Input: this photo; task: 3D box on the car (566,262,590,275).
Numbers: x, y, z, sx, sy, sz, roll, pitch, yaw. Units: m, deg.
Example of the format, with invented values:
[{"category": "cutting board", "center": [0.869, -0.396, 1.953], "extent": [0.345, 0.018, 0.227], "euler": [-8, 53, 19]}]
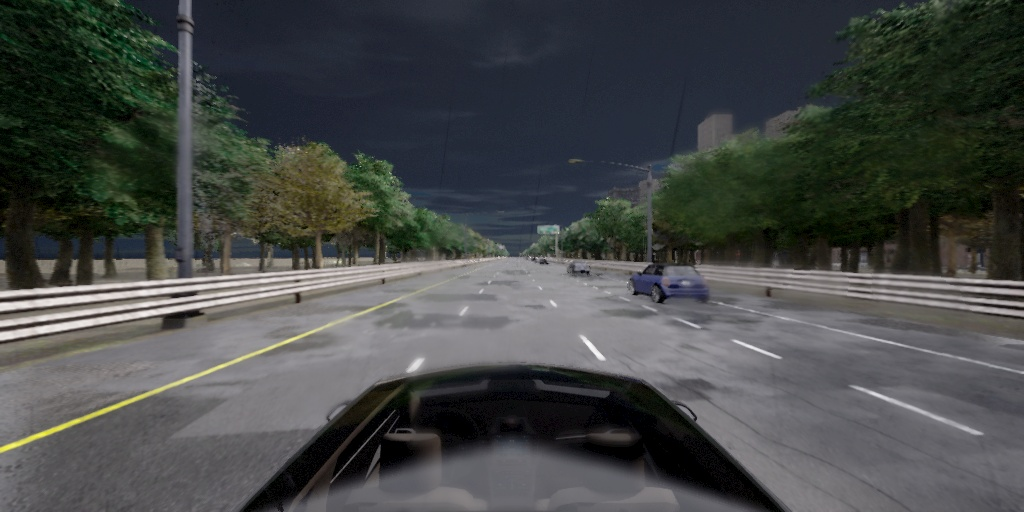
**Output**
[{"category": "car", "center": [7.056, 1.317, 38.511], "extent": [2.033, 1.411, 5.357], "euler": [0, 0, 0]}]

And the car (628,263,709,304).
[{"category": "car", "center": [7.004, 1.107, 16.538], "extent": [2.097, 1.767, 4.553], "euler": [0, 0, 0]}]
